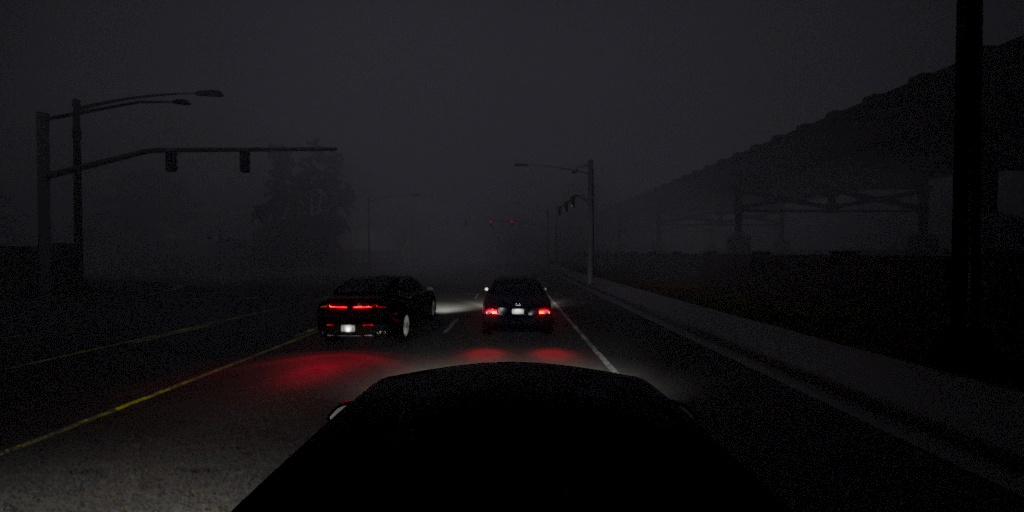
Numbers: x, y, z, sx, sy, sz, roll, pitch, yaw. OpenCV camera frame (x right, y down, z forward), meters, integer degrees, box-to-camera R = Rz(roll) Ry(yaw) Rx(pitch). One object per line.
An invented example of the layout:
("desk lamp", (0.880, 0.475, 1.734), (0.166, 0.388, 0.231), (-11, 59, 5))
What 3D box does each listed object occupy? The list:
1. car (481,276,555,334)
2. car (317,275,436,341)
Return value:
("car", (0.123, 1.297, 10.598), (2.033, 1.411, 5.357), (0, 0, 0))
("car", (-3.382, 1.251, 9.831), (1.837, 1.490, 4.892), (0, 0, 0))
